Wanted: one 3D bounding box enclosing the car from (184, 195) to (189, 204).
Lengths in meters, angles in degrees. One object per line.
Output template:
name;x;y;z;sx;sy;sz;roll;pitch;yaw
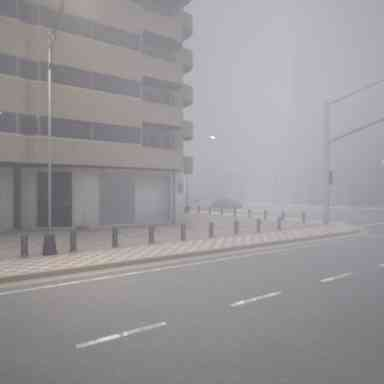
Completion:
car;-3.357;1.106;58.475;2.150;2.045;5.566;0;0;-34

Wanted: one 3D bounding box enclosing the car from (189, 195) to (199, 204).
car;-0.620;1.382;60.676;1.837;1.490;4.892;0;0;-34

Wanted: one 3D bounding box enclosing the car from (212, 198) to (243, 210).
car;4.355;1.455;41.023;1.994;1.385;4.181;0;0;-35
